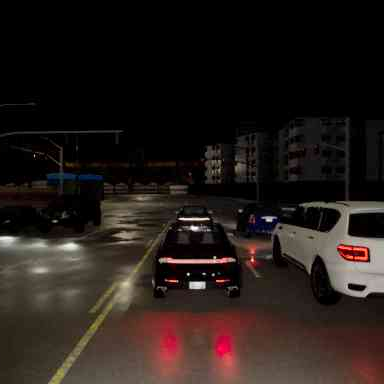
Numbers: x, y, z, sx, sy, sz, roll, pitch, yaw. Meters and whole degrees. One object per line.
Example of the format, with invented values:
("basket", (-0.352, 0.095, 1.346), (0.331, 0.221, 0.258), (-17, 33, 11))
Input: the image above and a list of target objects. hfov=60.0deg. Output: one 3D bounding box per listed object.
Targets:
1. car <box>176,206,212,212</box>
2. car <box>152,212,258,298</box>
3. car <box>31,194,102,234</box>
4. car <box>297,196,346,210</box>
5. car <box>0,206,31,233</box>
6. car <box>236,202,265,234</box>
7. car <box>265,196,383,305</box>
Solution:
("car", (0.113, 1.473, 17.946), (2.128, 1.511, 4.902), (0, 0, 0))
("car", (0.103, 1.499, 8.534), (2.128, 1.511, 4.902), (0, 0, 0))
("car", (-6.989, 1.131, 19.713), (2.150, 2.045, 5.566), (0, 0, 0))
("car", (14.877, 1.228, 38.435), (4.892, 1.490, 1.837), (0, 1, -1))
("car", (-10.489, 1.564, 19.749), (1.812, 1.442, 4.674), (0, 0, 0))
("car", (3.611, 1.328, 17.669), (2.097, 1.767, 4.553), (0, 0, 0))
("car", (3.595, 1.220, 8.246), (2.150, 2.045, 5.566), (0, 0, 0))
